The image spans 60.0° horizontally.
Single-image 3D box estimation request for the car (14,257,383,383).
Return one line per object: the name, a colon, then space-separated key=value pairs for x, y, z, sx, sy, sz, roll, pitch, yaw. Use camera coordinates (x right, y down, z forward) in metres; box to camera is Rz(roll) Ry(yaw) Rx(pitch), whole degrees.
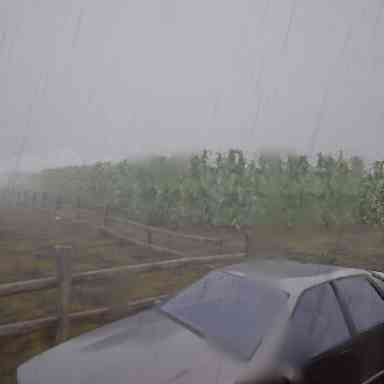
car: x=0.974 y=1.544 z=3.763 sx=5.357 sy=1.411 sz=2.033 roll=0 pitch=0 yaw=-35
